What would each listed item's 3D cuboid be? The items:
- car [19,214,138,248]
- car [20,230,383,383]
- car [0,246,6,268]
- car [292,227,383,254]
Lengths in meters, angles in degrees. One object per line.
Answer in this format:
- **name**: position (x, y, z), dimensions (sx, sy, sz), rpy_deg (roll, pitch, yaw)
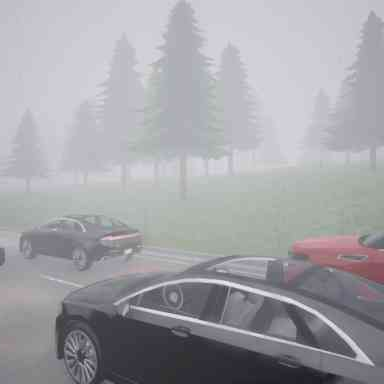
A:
- **car**: position (-3.798, 1.492, 10.971), dimensions (4.902, 1.511, 2.128), rpy_deg (0, 0, 36)
- **car**: position (0.440, 1.492, 3.680), dimensions (4.902, 1.511, 2.128), rpy_deg (0, 0, 36)
- **car**: position (-7.085, 1.601, 9.027), dimensions (4.718, 1.301, 1.895), rpy_deg (0, 0, 36)
- **car**: position (4.248, 1.221, 5.261), dimensions (5.566, 2.045, 2.150), rpy_deg (0, 0, 36)
